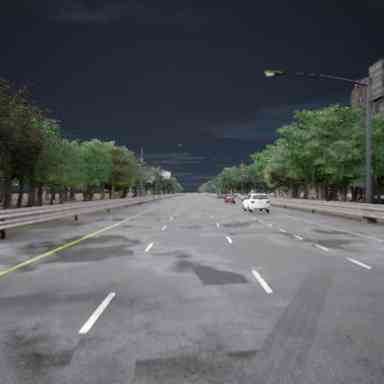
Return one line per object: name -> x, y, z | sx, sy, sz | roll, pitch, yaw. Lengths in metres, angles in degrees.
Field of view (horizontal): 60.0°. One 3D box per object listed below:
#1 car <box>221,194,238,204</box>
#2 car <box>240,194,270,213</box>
car -> 7.077, 1.496, 63.687 | 1.812, 1.442, 4.674 | 0, 0, 0
car -> 7.038, 1.207, 36.670 | 2.150, 2.045, 5.566 | 0, 0, 0
